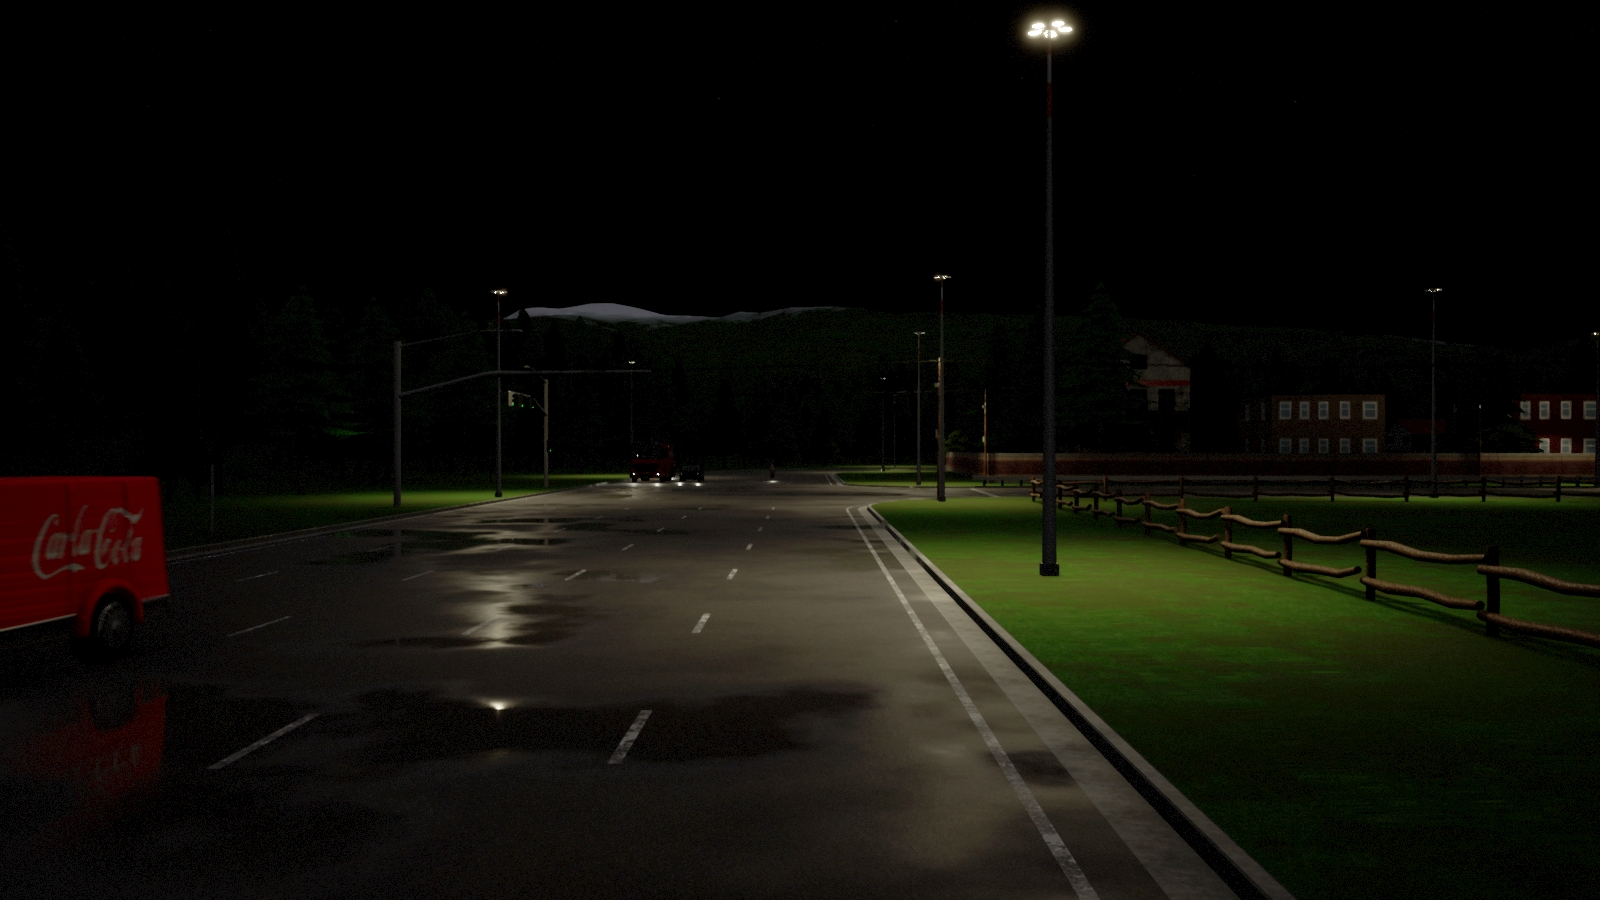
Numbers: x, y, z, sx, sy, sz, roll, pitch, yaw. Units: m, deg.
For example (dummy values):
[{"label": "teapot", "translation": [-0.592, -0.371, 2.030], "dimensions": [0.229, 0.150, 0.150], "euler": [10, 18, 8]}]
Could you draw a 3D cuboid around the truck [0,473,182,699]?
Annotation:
[{"label": "truck", "translation": [-10.294, 1.568, 13.875], "dimensions": [2.627, 2.467, 5.204], "euler": [0, 0, 2]}]
